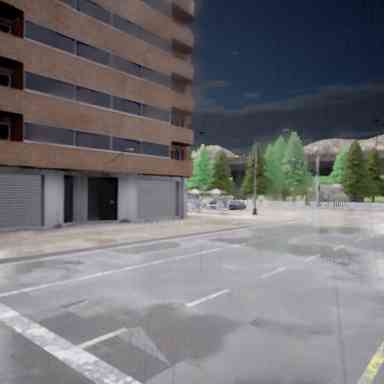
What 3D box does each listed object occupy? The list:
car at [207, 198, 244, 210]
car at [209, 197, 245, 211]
[{"bbox_3d":[4.693,1.649,46.865,5.008,1.535,1.882,0,0,40],"label":"car"},{"bbox_3d":[4.522,1.503,42.426,4.553,1.767,2.097,0,0,40],"label":"car"}]
